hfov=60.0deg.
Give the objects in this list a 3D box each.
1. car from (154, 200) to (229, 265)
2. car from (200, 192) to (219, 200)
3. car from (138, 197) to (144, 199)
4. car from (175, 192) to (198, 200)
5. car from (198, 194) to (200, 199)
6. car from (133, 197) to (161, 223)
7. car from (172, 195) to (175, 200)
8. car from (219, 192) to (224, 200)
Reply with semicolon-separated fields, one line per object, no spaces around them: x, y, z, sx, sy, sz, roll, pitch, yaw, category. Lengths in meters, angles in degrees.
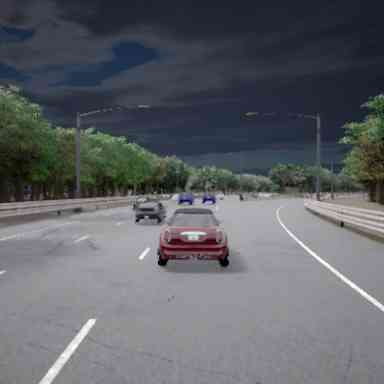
0.062;1.329;11.709;2.097;1.767;4.553;0;0;1;car
3.158;1.010;59.866;2.150;2.045;5.566;0;0;7;car
-5.740;1.373;39.762;1.812;1.442;4.674;0;0;4;car
-0.845;1.023;54.568;2.150;2.045;5.566;0;0;6;car
1.567;1.161;94.621;1.994;1.385;4.181;0;0;11;car
-2.990;1.433;25.042;1.837;1.490;4.892;0;1;2;car
-2.872;1.260;67.509;1.812;1.442;4.674;0;0;8;car
6.897;0.899;85.046;2.150;2.045;5.566;0;0;10;car
